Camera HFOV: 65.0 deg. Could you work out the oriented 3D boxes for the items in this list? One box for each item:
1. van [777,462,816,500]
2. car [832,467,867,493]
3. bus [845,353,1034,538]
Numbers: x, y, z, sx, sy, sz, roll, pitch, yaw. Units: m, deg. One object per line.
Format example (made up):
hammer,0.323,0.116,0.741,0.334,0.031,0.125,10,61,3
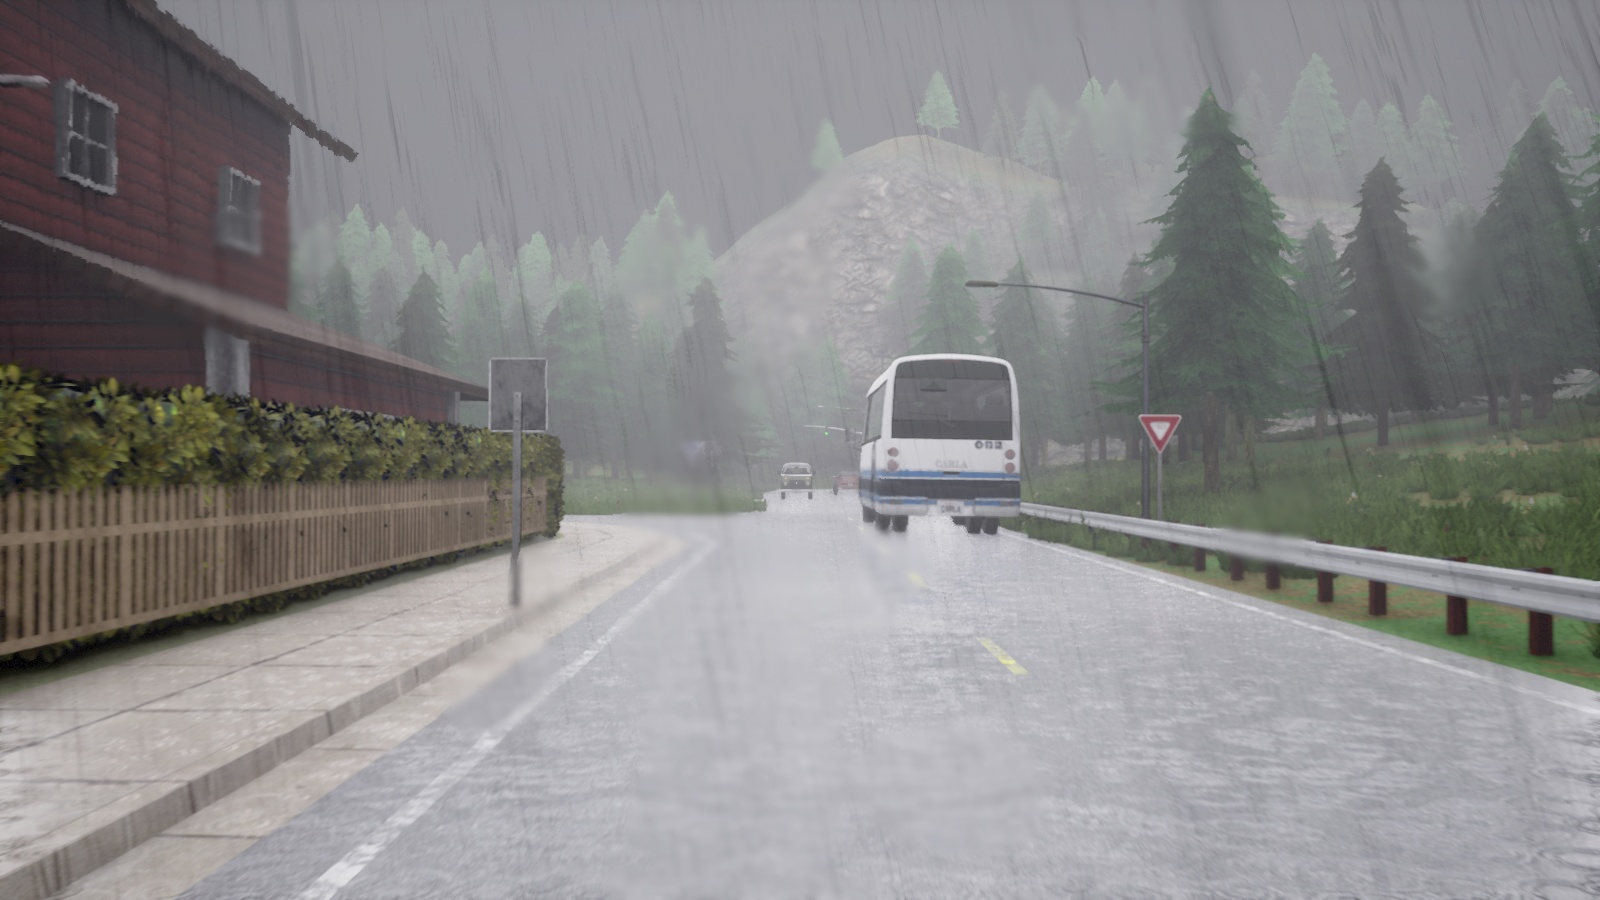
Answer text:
van,-0.169,1.699,69.325,2.069,2.038,4.480,0,-1,0
car,3.294,1.992,84.345,2.152,1.651,5.027,0,-1,0
bus,3.416,-0.024,34.183,3.944,4.253,10.273,1,-1,0
